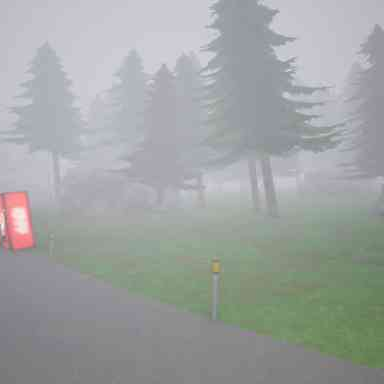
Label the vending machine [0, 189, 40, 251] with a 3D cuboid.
[{"bbox_3d":[-6.540,1.017,12.422,1.100,2.100,0.880,-8,0,-39],"label":"vending machine"}]
